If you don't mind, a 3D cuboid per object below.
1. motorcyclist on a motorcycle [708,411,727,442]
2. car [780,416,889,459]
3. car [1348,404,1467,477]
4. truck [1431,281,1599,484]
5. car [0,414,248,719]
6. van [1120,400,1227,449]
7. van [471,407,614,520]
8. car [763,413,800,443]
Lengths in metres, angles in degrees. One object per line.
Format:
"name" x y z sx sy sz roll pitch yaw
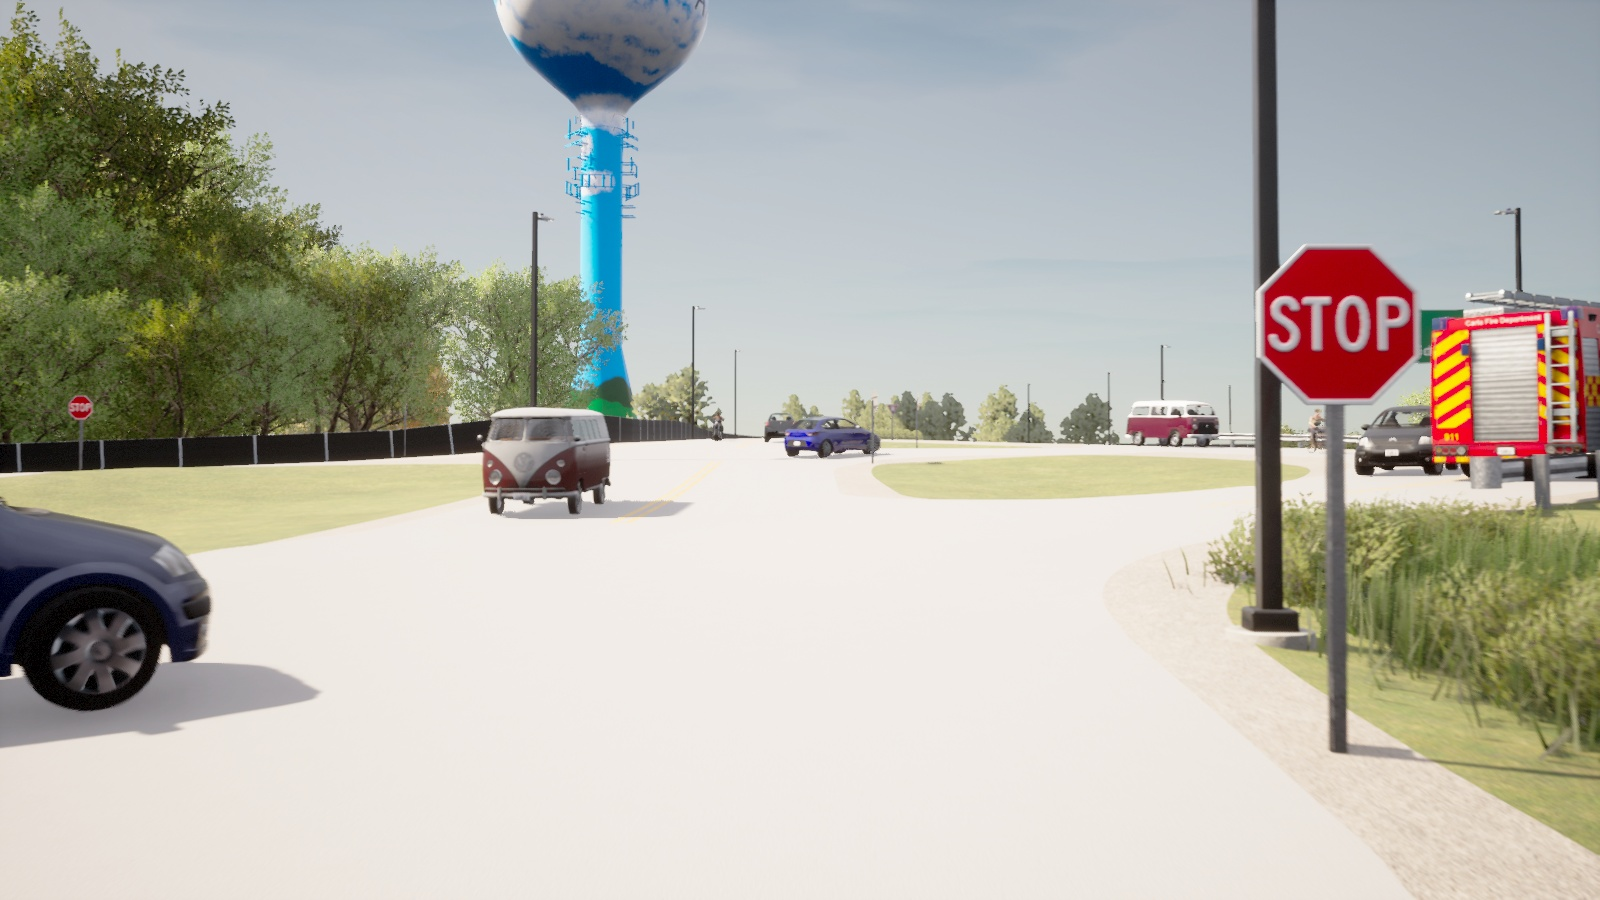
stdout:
"motorcyclist on a motorcycle" -4.425 -1.271 67.639 0.766 1.649 2.350 1 2 3
"car" 1.326 -0.510 47.010 1.816 1.474 4.193 2 3 42
"car" 14.590 -0.260 30.059 1.851 1.617 3.988 -1 1 36
"truck" 17.242 -1.369 27.524 8.468 3.827 2.891 -2 1 -40
"car" -5.400 0.615 6.917 3.988 1.617 1.851 0 0 -38
"van" 16.379 -1.124 55.283 2.069 2.038 4.480 0 1 -24
"van" -4.859 0.170 24.336 1.775 1.987 4.442 0 2 1
"car" -0.947 -1.131 64.804 1.845 1.501 3.633 0 2 0
